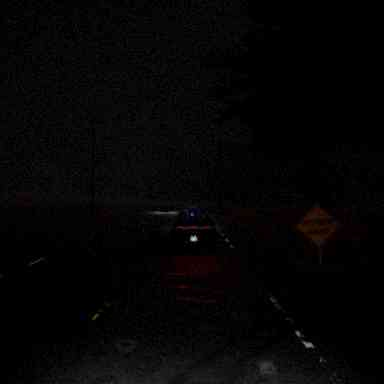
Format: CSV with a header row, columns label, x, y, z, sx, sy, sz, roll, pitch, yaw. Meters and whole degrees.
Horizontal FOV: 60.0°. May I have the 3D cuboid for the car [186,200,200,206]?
label,x,y,z,sx,sy,sz,roll,pitch,yaw
car,0.070,1.808,31.624,1.812,1.442,4.674,0,0,0

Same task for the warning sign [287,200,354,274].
label,x,y,z,sx,sy,sz,roll,pitch,yaw
warning sign,3.501,1.202,9.200,1.300,1.860,1.060,-3,-3,0

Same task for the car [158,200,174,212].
label,x,y,z,sx,sy,sz,roll,pitch,yaw
car,-3.614,1.901,46.373,1.882,1.535,5.008,0,-1,0

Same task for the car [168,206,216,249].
label,x,y,z,sx,sy,sz,roll,pitch,yaw
car,0.076,1.630,15.336,2.128,1.511,4.902,0,-1,0
